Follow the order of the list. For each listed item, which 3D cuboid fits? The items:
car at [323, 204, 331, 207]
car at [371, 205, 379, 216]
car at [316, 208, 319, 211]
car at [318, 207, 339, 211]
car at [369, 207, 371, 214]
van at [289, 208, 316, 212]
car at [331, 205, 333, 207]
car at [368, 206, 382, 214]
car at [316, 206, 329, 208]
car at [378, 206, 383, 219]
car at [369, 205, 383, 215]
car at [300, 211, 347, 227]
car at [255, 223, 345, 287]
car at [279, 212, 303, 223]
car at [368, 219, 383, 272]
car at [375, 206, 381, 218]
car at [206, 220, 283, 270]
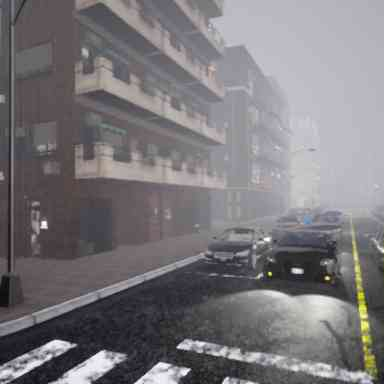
[{"bbox_3d":[18.631,2.871,48.157,1.967,1.590,4.097,-2,-2,25],"label":"car"},{"bbox_3d":[25.758,2.653,44.803,1.967,1.590,4.097,-2,-2,25],"label":"car"},{"bbox_3d":[11.478,2.562,32.978,2.008,1.369,4.403,-2,-2,25],"label":"car"},{"bbox_3d":[12.443,2.345,29.223,1.882,1.535,5.008,-2,-2,25],"label":"car"},{"bbox_3d":[28.143,2.792,49.861,1.967,1.590,4.097,-2,-2,25],"label":"car"},{"bbox_3d":[9.089,2.211,27.927,1.690,1.788,3.998,-2,-2,25],"label":"van"},{"bbox_3d":[21.018,3.153,53.210,1.802,1.307,4.206,-2,-2,25],"label":"car"},{"bbox_3d":[32.915,3.175,59.975,1.887,1.381,4.507,-2,-2,25],"label":"car"},{"bbox_3d":[16.248,2.857,43.094,1.947,1.339,4.313,-2,-2,25],"label":"car"},{"bbox_3d":[20.990,2.477,34.682,1.887,1.381,4.507,-2,-2,25],"label":"car"},{"bbox_3d":[30.528,2.932,54.920,1.967,1.590,4.097,-2,-2,25],"label":"car"},{"bbox_3d":[7.992,2.096,19.808,2.128,1.511,4.902,-2,-2,25],"label":"car"},{"bbox_3d":[3.568,1.906,10.421,1.994,1.385,4.181,-2,-2,25],"label":"car"},{"bbox_3d":[6.708,2.311,22.860,1.802,1.307,4.206,-2,-2,25],"label":"car"},{"bbox_3d":[7.373,1.878,11.635,2.033,1.411,5.357,-2,-2,24],"label":"car"},{"bbox_3d":[23.376,2.655,39.739,1.802,1.307,4.206,-2,-2,25],"label":"car"},{"bbox_3d":[1.938,1.997,12.744,2.008,1.369,4.403,-2,-2,25],"label":"car"}]
